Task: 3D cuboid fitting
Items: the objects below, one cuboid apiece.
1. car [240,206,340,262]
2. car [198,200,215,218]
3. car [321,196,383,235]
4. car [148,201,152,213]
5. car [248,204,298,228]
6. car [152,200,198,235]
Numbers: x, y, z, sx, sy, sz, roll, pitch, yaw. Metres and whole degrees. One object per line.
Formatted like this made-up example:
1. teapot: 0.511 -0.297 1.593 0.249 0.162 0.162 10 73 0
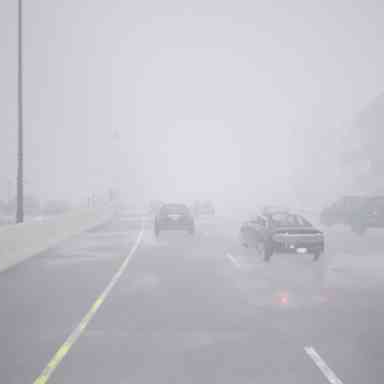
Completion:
1. car: 3.050 1.494 12.135 2.128 1.511 4.902 0 0 -4
2. car: 0.816 1.514 30.742 2.128 1.511 4.902 0 0 -9
3. car: 9.496 1.215 19.029 2.150 2.045 5.566 0 0 -6
4. car: -3.988 1.586 37.953 2.033 1.411 5.357 0 0 -10
5. car: 5.488 1.607 23.244 1.895 1.301 4.718 0 0 -7
6. car: -1.108 1.369 19.181 2.097 1.767 4.553 0 0 -6
